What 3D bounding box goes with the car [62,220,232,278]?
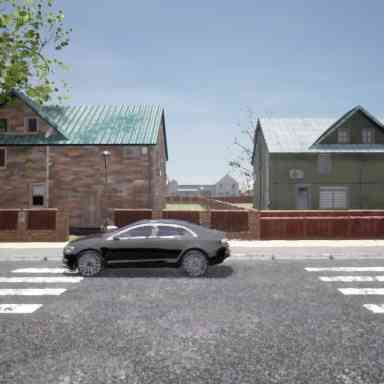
[{"bbox_3d":[-1.291,1.591,9.911,4.902,1.511,2.128,0,-1,1],"label":"car"}]
